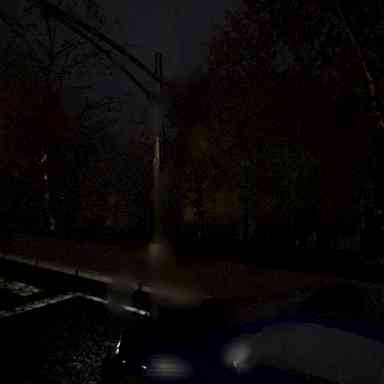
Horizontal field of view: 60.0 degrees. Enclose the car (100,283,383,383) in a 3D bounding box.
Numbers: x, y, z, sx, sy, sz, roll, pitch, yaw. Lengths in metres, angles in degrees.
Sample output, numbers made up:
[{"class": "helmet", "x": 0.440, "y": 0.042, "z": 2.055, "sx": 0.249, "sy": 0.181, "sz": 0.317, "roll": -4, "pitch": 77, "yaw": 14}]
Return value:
[{"class": "car", "x": 1.135, "y": 1.564, "z": 2.873, "sx": 4.181, "sy": 1.385, "sz": 1.994, "roll": 0, "pitch": 0, "yaw": 35}]
